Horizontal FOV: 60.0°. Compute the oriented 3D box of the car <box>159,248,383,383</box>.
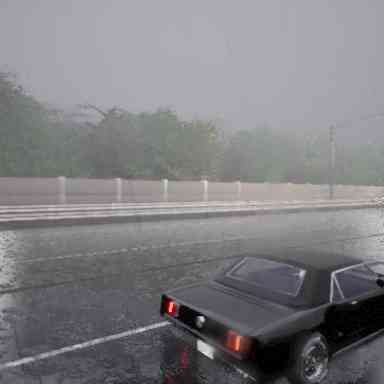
[{"bbox_3d":[1.965,1.591,5.271,4.718,1.301,1.895,0,0,-35],"label":"car"}]
